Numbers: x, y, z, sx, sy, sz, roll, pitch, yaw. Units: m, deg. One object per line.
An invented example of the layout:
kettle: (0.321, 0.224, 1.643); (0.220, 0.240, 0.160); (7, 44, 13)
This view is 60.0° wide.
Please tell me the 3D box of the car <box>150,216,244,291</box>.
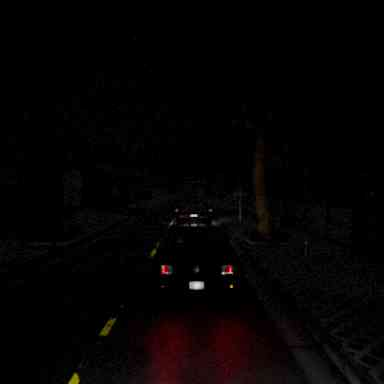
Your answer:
car: (0.097, 1.541, 8.773); (1.895, 1.301, 4.718); (0, 0, 0)

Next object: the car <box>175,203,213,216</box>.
car: (0.100, 1.370, 18.749); (1.837, 1.490, 4.892); (0, 1, 0)
